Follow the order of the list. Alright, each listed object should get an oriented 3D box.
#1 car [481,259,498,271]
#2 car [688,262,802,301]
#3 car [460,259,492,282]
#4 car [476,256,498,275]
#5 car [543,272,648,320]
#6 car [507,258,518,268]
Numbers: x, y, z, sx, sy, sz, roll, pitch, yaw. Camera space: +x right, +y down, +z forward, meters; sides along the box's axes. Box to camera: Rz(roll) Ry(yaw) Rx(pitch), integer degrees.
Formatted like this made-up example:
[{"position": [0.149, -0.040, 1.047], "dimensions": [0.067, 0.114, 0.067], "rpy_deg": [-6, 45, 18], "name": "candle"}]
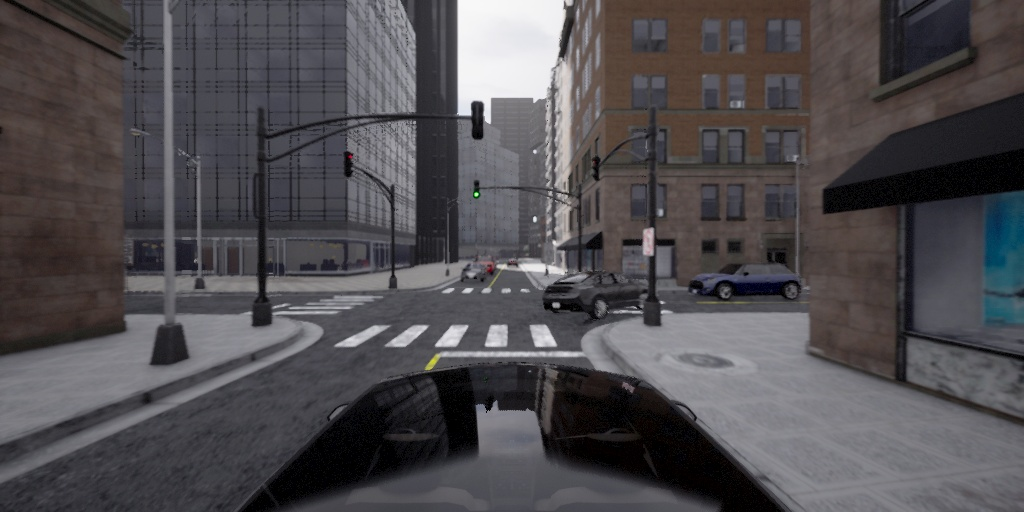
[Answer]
[{"position": [-3.078, 1.195, 50.545], "dimensions": [2.128, 1.511, 4.902], "rpy_deg": [0, 0, 0], "name": "car"}, {"position": [10.852, 1.086, 16.976], "dimensions": [4.553, 1.767, 2.097], "rpy_deg": [0, 0, -1], "name": "car"}, {"position": [-3.091, 1.297, 29.815], "dimensions": [2.128, 1.511, 4.902], "rpy_deg": [0, 0, 0], "name": "car"}, {"position": [-3.096, 0.992, 40.121], "dimensions": [2.150, 2.045, 5.566], "rpy_deg": [0, 0, 0], "name": "car"}, {"position": [3.230, 1.301, 12.918], "dimensions": [4.892, 1.490, 1.837], "rpy_deg": [0, -4, -41], "name": "car"}, {"position": [0.106, 1.141, 59.405], "dimensions": [1.837, 1.490, 4.892], "rpy_deg": [0, 0, 0], "name": "car"}]
